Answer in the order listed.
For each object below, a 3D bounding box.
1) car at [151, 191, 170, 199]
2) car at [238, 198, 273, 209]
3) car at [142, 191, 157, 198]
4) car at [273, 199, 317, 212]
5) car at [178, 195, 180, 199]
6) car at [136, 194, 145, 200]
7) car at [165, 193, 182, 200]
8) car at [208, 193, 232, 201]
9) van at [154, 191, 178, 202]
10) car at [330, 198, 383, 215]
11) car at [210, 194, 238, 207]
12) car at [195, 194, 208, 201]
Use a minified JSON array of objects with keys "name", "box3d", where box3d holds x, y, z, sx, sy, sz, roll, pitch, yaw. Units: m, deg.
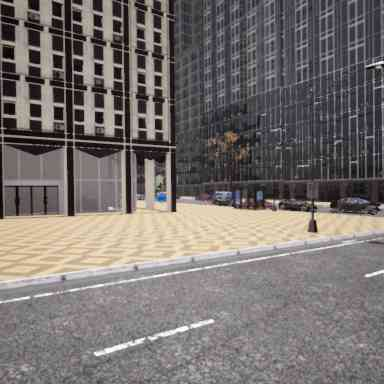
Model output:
[{"name":"car","box3d":[-7.384,0.607,77.764,2.192,1.841,5.009,-1,1,-34]},{"name":"car","box3d":[7.986,1.382,40.105,1.802,1.307,4.206,-1,1,-34]},{"name":"car","box3d":[-10.583,0.678,82.463,1.967,1.590,4.097,-1,1,-34]},{"name":"car","box3d":[11.171,1.418,35.395,1.947,1.339,4.313,-1,1,-34]},{"name":"car","box3d":[-4.176,0.714,62.923,1.882,1.535,5.008,-1,1,-34]},{"name":"car","box3d":[-11.112,1.033,68.354,2.008,1.369,4.403,0,1,-34]},{"name":"car","box3d":[-4.185,0.928,73.070,1.802,1.307,4.206,-1,1,-34]},{"name":"car","box3d":[4.823,1.232,49.551,1.994,1.385,4.181,-1,1,-34]},{"name":"van","box3d":[-4.715,0.931,58.956,1.690,1.788,3.998,-1,1,-34]},{"name":"car","box3d":[16.166,1.343,32.923,2.128,1.511,4.902,-1,1,-35]},{"name":"car","box3d":[4.836,1.313,44.836,1.947,1.339,4.313,-1,1,-34]},{"name":"car","box3d":[2.213,1.035,63.673,1.802,1.307,4.206,-1,1,-34]}]
